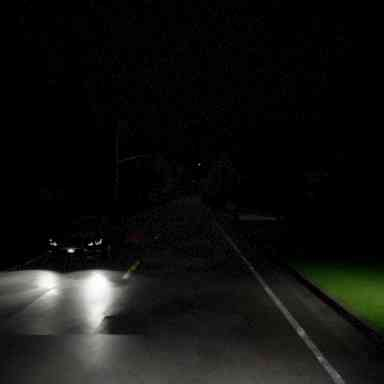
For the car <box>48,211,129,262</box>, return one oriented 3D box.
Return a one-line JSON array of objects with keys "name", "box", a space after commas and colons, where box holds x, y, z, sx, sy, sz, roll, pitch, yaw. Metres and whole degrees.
[{"name": "car", "box": [-3.558, 1.509, 12.254, 1.837, 1.490, 4.892, 0, -1, 0]}]
